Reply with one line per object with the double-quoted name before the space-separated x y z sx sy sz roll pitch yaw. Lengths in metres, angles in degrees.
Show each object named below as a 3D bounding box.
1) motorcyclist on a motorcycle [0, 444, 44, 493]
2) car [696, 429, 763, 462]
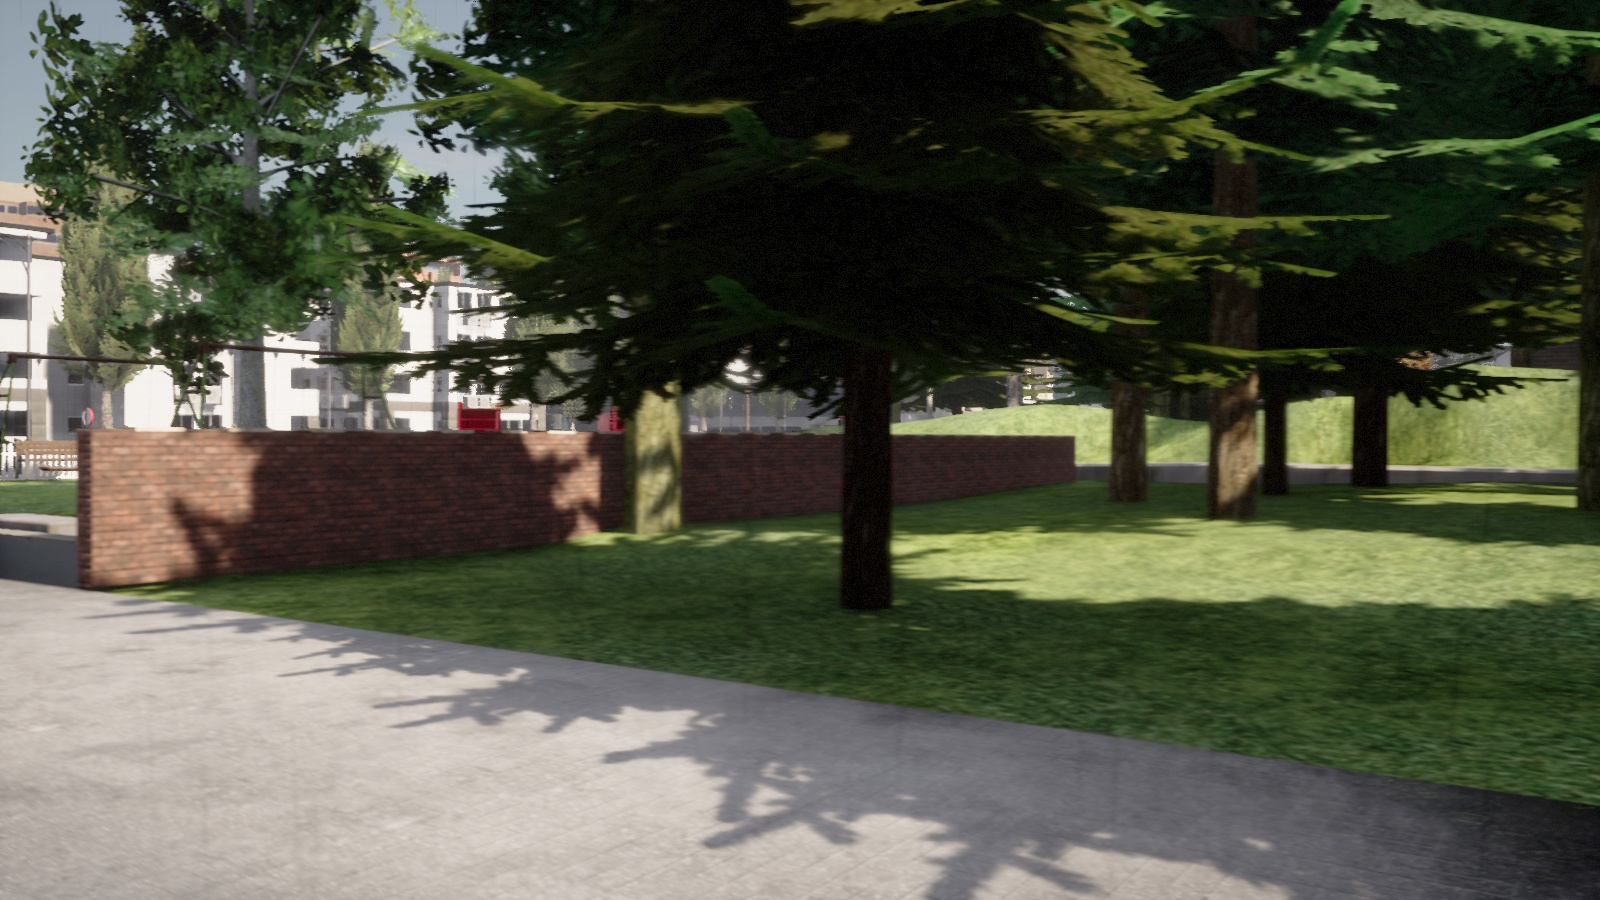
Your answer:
"motorcyclist on a motorcycle" -25.671 0.597 40.333 0.866 1.530 2.191 0 1 34
"car" -4.036 -0.281 72.796 1.905 1.878 3.866 0 1 34
